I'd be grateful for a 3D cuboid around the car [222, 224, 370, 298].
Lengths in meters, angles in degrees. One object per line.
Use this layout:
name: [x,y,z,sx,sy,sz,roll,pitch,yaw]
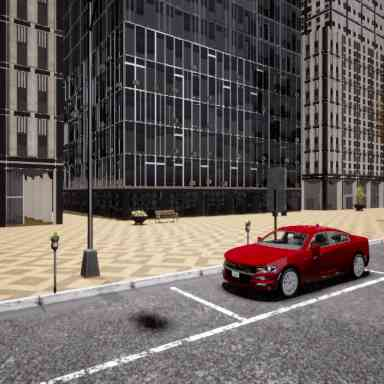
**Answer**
car: [2.774,1.545,8.528,4.507,1.381,1.887,0,0,-35]
